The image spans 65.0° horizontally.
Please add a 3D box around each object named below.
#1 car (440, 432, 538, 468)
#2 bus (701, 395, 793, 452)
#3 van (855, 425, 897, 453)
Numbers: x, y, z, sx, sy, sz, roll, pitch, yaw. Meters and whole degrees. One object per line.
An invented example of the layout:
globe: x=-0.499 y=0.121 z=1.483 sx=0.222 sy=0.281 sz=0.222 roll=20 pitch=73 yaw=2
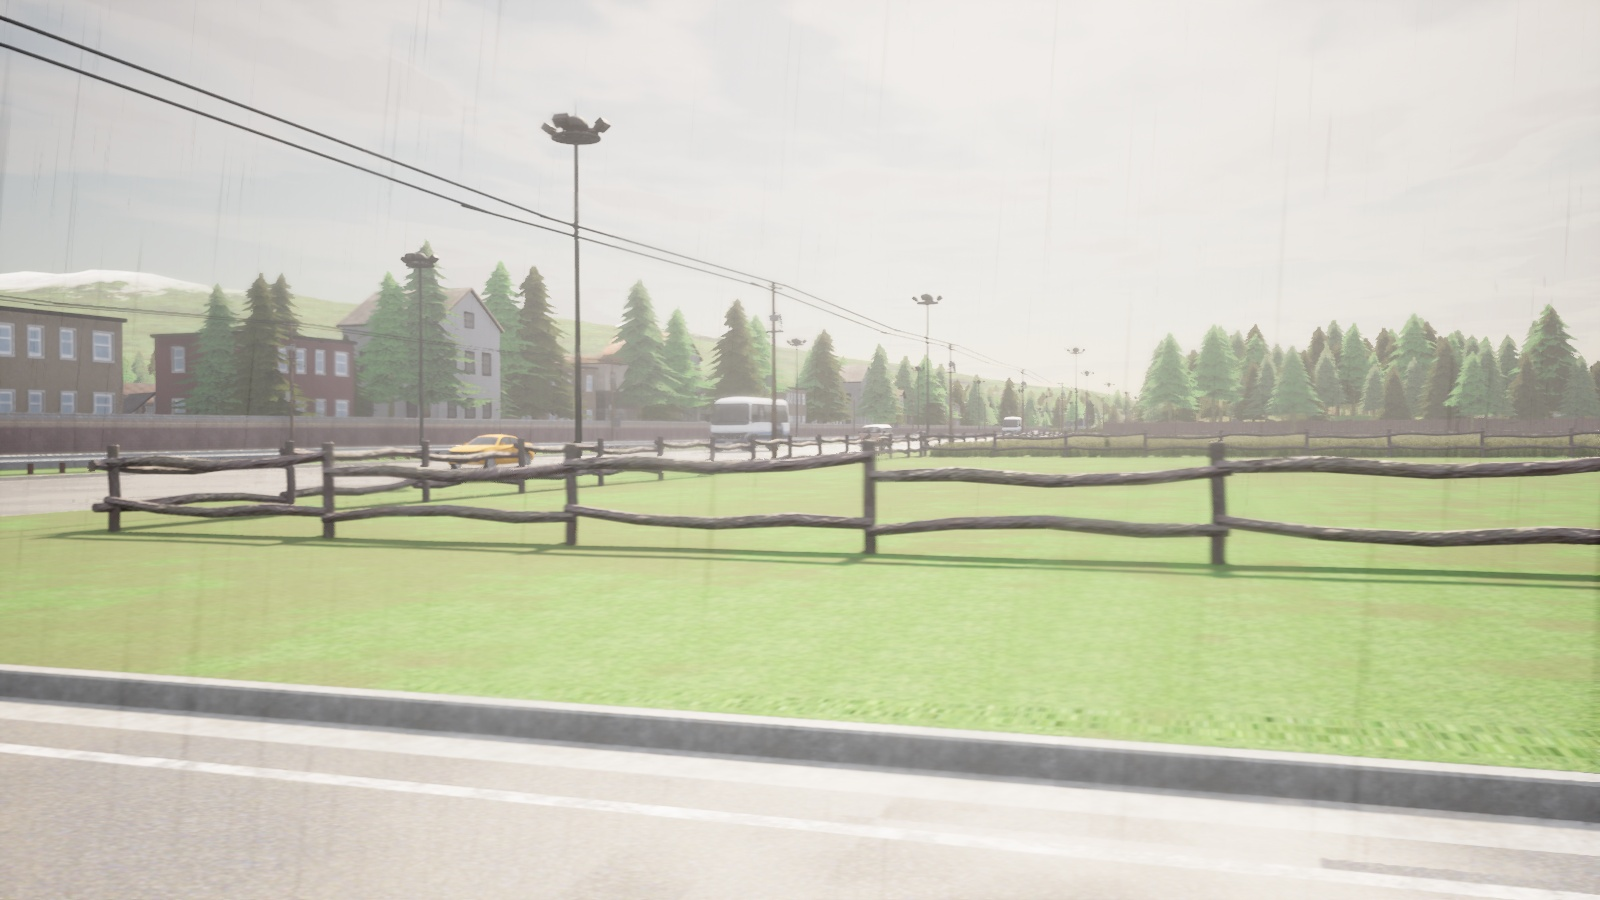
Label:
car: x=-13.826 y=-0.057 z=56.177 sx=1.882 sy=1.535 sz=5.008 roll=0 pitch=1 yaw=18
bus: x=-3.997 y=-2.032 z=98.452 sx=3.944 sy=4.253 sz=10.273 roll=0 pitch=1 yaw=18
van: x=5.755 y=-0.859 z=94.500 sx=2.069 sy=2.038 sz=4.480 roll=0 pitch=1 yaw=18
